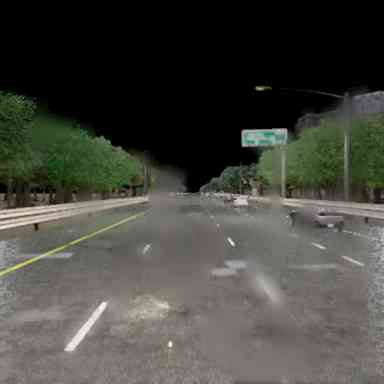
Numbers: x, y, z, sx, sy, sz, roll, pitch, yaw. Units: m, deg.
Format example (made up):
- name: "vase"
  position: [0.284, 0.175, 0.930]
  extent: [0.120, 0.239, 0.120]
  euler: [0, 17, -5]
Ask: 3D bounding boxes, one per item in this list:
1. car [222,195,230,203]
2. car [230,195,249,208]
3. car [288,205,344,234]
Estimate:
- name: "car"
  position: [7.161, 1.296, 65.676]
  extent: [2.097, 1.767, 4.553]
  euler: [0, 0, 0]
- name: "car"
  position: [7.099, 1.498, 48.651]
  extent: [1.812, 1.442, 4.674]
  euler: [0, 0, 0]
- name: "car"
  position: [7.012, 1.487, 19.236]
  extent: [2.128, 1.511, 4.902]
  euler: [0, 0, 0]
